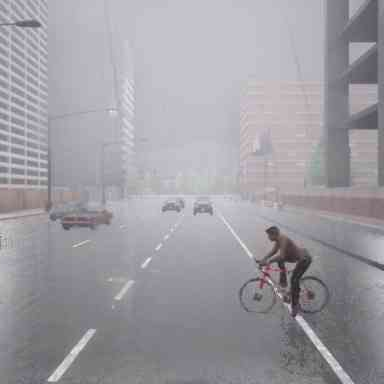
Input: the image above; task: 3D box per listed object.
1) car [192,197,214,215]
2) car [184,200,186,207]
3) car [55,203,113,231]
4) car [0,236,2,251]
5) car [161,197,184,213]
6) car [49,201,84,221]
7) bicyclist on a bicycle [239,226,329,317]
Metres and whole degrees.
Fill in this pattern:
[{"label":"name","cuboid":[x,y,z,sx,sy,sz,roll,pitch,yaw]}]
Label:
[{"label":"car","cuboid":[1.141,1.526,34.035,1.812,1.442,4.674,0,0,2]},{"label":"car","cuboid":[-1.950,1.504,47.036,1.837,1.490,4.892,0,0,2]},{"label":"car","cuboid":[-6.468,1.601,20.915,1.895,1.301,4.718,0,0,2]},{"label":"car","cuboid":[-6.874,1.491,8.327,2.128,1.511,4.902,0,0,2]},{"label":"car","cuboid":[-2.240,1.525,37.695,1.812,1.442,4.674,0,0,2]},{"label":"car","cuboid":[-9.760,1.506,26.913,1.837,1.490,4.892,0,0,2]},{"label":"bicyclist on a bicycle","cuboid":[1.674,1.452,6.111,1.656,1.620,0.582,-2,0,2]}]
